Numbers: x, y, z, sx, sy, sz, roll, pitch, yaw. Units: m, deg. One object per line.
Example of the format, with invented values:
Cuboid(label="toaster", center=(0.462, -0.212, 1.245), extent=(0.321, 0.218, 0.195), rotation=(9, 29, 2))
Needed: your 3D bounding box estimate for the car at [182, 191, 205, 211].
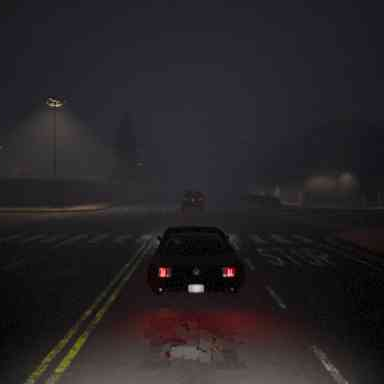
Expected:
Cuboid(label="car", center=(0.109, 0.884, 34.590), extent=(2.150, 2.045, 5.566), rotation=(0, 0, 0))

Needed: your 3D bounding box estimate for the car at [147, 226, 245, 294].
Cuboid(label="car", center=(0.035, 1.517, 8.511), extent=(1.895, 1.301, 4.718), rotation=(0, 1, -1))
